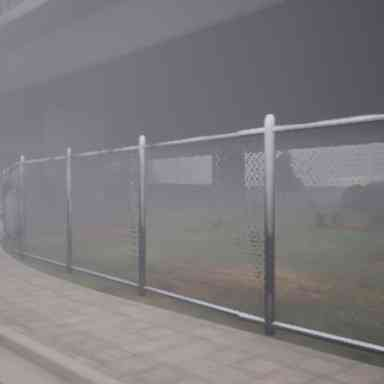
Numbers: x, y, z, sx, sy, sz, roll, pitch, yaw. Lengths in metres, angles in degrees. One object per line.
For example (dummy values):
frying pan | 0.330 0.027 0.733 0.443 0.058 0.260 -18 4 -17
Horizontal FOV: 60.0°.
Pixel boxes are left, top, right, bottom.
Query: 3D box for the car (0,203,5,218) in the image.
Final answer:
car | -15.352 1.565 28.616 1.994 1.385 4.181 0 0 5
